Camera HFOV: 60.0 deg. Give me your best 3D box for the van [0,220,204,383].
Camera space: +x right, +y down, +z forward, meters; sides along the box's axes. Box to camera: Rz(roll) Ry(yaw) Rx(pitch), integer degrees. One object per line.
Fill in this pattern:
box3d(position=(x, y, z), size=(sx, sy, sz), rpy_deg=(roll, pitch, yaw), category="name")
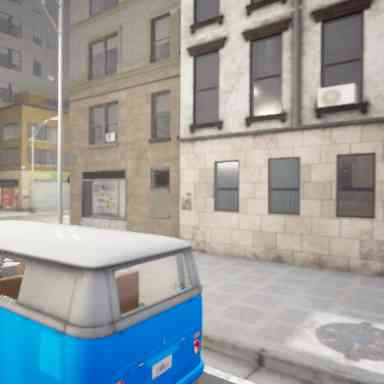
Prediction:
box3d(position=(-1.784, 1.314, 4.046), size=(3.998, 1.788, 1.690), rpy_deg=(1, 0, 35), category="van")
